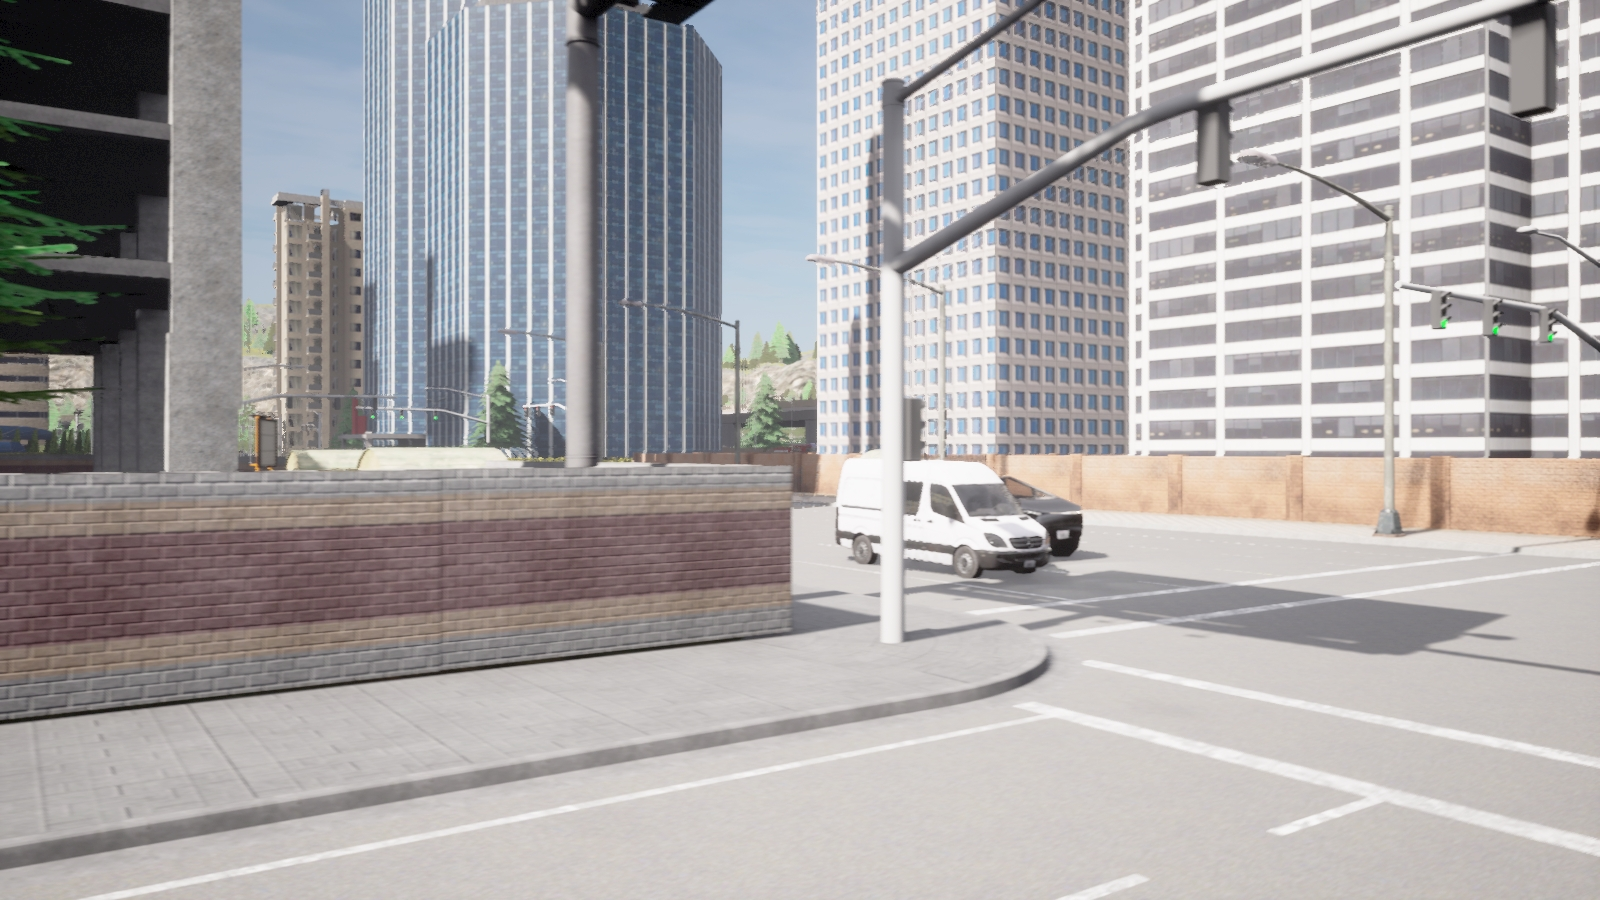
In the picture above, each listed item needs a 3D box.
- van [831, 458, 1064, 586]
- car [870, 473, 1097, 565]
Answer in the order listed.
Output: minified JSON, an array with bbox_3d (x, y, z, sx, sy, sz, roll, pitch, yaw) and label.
[{"bbox_3d":[3.286,1.526,27.010,1.988,2.561,5.915,0,1,-35],"label":"van"},{"bbox_3d":[4.781,1.750,30.982,2.390,2.098,6.274,0,0,-35],"label":"car"}]
